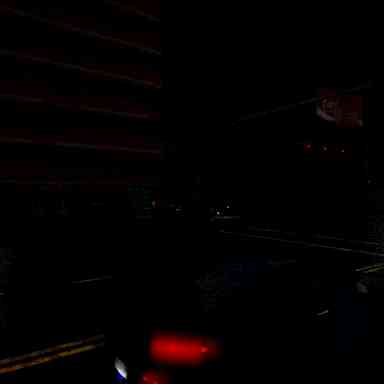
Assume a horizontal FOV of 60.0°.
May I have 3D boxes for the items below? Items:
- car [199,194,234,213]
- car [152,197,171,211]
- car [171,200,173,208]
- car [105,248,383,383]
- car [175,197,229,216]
[{"bbox_3d":[2.149,1.221,36.674,2.150,2.045,5.566,0,0,-36],"label":"car"},{"bbox_3d":[-4.935,1.352,40.524,2.097,1.767,4.553,0,0,-36],"label":"car"},{"bbox_3d":[-3.703,1.564,44.817,1.994,1.385,4.181,0,0,-35],"label":"car"},{"bbox_3d":[1.180,1.526,4.581,4.674,1.442,1.812,0,0,-36],"label":"car"},{"bbox_3d":[0.848,1.547,32.489,2.033,1.411,5.357,0,0,-36],"label":"car"}]
